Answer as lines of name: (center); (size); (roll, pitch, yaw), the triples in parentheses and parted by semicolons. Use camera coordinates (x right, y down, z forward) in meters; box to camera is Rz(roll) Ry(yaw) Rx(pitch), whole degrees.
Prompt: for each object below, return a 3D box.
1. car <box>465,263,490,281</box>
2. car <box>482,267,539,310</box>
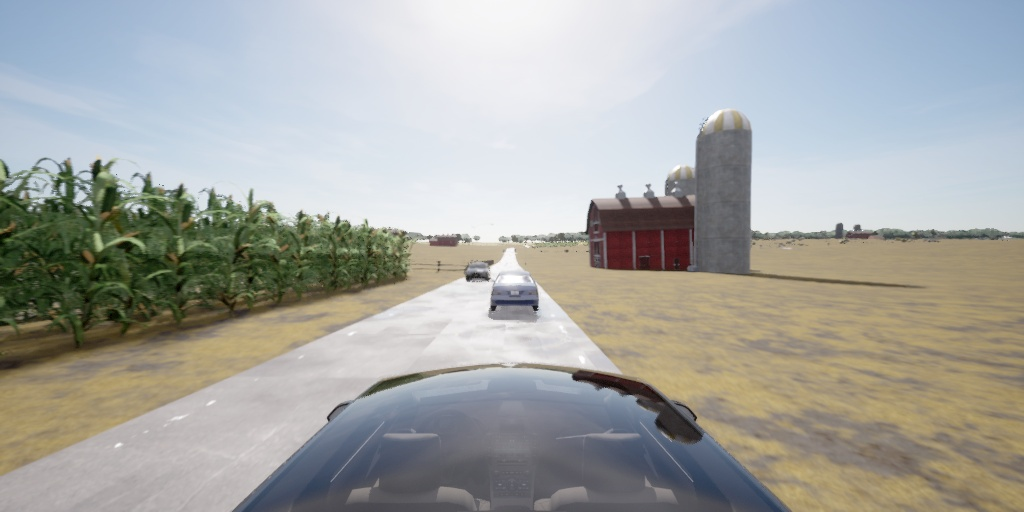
car: (-2.799, 1.324, 30.529); (1.837, 1.490, 4.892); (0, -1, 1)
car: (0.094, 1.309, 14.754); (2.033, 1.411, 5.357); (0, 0, 0)
